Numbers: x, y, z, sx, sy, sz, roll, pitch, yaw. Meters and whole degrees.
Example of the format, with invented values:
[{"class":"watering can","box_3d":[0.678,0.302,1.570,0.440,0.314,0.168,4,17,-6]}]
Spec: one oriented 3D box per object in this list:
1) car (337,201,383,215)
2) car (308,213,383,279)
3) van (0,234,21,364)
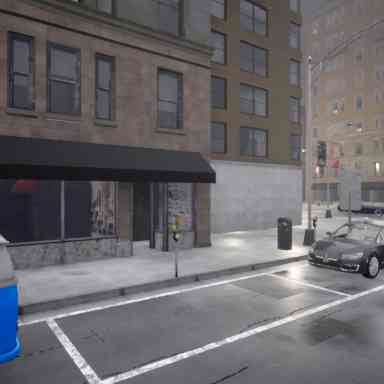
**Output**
[{"class":"car","box_3d":[16.219,1.529,31.040,1.895,1.301,4.718,0,0,-36]},{"class":"car","box_3d":[5.274,1.550,9.965,4.403,1.369,2.008,0,0,-36]},{"class":"van","box_3d":[-3.937,1.341,3.379,3.998,1.788,1.690,0,0,-36]}]
